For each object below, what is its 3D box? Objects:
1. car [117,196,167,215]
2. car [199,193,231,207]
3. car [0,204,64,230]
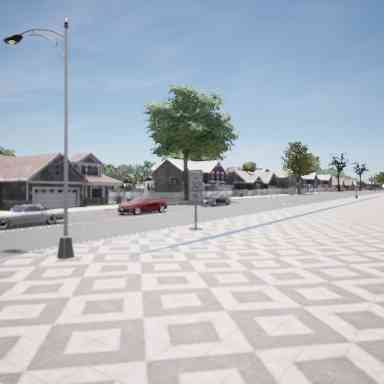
[{"bbox_3d":[-4.209,1.101,28.771,1.882,1.535,5.008,0,1,35],"label":"car"},{"bbox_3d":[2.707,0.892,38.586,2.128,1.511,4.902,0,1,35],"label":"car"},{"bbox_3d":[-10.246,1.423,20.178,1.895,1.301,4.718,0,1,35],"label":"car"}]
